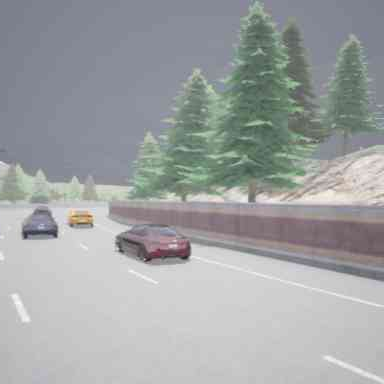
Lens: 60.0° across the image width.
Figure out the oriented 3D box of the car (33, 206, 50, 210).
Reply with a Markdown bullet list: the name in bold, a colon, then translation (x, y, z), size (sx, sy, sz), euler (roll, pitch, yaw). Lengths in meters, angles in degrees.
- **car**: translation (-17.024, 2.390, 37.863), size (1.837, 1.490, 4.892), euler (2, -2, -20)

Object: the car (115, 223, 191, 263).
- **car**: translation (-1.763, 2.027, 14.189), size (1.994, 1.385, 4.181), euler (3, -2, -32)

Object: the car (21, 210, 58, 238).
- **car**: translation (-9.671, 2.058, 21.041), size (1.994, 1.385, 4.181), euler (3, -2, -28)

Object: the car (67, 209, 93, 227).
- **car**: translation (-10.089, 2.269, 29.920), size (1.882, 1.535, 5.008), euler (2, -2, -24)
